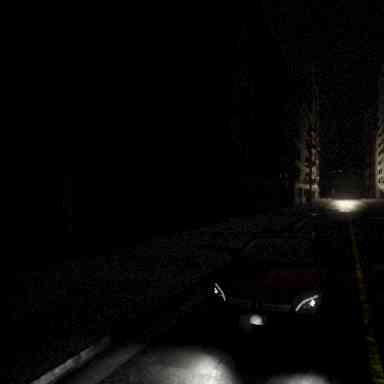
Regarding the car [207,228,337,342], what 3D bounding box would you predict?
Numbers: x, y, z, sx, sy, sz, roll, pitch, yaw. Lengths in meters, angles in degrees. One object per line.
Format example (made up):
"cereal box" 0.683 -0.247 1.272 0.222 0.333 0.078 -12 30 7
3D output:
"car" 1.870 1.524 6.785 1.812 1.442 4.674 0 0 25
